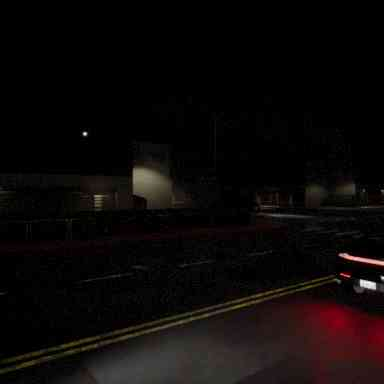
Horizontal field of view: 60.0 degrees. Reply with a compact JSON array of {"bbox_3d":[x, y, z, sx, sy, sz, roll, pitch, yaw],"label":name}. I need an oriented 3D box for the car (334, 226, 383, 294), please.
[{"bbox_3d":[5.218,1.491,7.526,4.902,1.511,2.128,0,0,-35],"label":"car"}]

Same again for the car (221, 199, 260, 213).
[{"bbox_3d":[5.308,1.490,36.817,2.128,1.511,4.902,0,0,-36],"label":"car"}]
